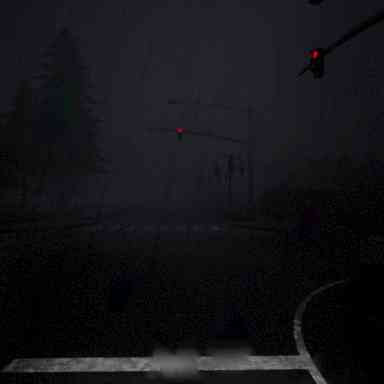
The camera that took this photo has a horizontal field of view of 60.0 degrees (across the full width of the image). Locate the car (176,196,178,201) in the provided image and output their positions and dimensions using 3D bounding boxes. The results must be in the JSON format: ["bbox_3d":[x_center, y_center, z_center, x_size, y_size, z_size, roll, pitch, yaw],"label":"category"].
[{"bbox_3d":[-2.161,1.327,71.021,1.812,1.442,4.674,0,0,-13],"label":"car"}]

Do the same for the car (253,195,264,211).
[{"bbox_3d":[8.887,1.144,36.211,4.605,1.855,1.932,0,0,-1],"label":"car"}]

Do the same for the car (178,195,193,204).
[{"bbox_3d":[-0.873,1.518,60.836,2.033,1.411,5.357,0,0,-7],"label":"car"}]
